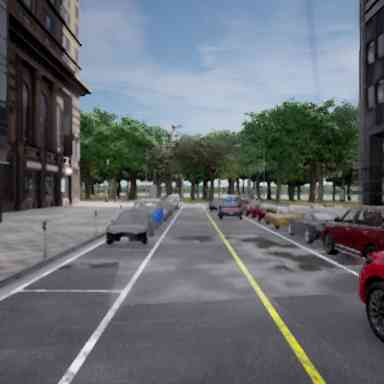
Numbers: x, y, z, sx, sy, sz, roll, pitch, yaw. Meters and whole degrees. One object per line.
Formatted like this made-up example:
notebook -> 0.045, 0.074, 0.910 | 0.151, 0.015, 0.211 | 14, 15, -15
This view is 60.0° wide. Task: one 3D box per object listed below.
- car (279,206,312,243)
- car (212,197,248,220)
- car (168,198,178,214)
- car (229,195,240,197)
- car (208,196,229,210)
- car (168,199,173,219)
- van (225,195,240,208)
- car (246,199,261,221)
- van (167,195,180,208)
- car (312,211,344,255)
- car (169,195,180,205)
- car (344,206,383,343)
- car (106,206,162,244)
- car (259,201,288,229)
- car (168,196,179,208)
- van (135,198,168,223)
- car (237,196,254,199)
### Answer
car -> 5.793, 1.549, 15.692 | 2.008, 1.369, 4.403 | 0, 0, 0
car -> 3.108, 1.476, 28.302 | 2.128, 1.511, 4.902 | 0, 0, 1
car -> -2.695, 1.535, 32.024 | 1.947, 1.339, 4.313 | 0, 0, 0
car -> 5.843, 1.299, 37.442 | 2.192, 1.841, 5.009 | 0, 0, 0
car -> 3.120, 1.541, 41.479 | 1.994, 1.385, 4.181 | 0, 0, 1
car -> -2.708, 1.498, 26.417 | 1.752, 1.417, 4.829 | 0, 0, 0
van -> 5.868, 1.320, 48.317 | 1.690, 1.788, 3.998 | 0, 0, 0
car -> 5.818, 1.535, 26.567 | 1.887, 1.381, 4.507 | 0, 0, 0
van -> -2.657, 1.302, 48.337 | 1.690, 1.788, 3.998 | 0, 0, 0
car -> 5.781, 1.318, 10.254 | 2.192, 1.841, 5.009 | 0, 0, 0
car -> -2.670, 1.404, 42.899 | 1.967, 1.590, 4.097 | 0, 0, 0
car -> 3.867, 1.228, 3.241 | 2.150, 2.045, 5.566 | 0, 0, 0
car -> -2.732, 1.546, 15.711 | 1.947, 1.339, 4.313 | 0, 0, 0
car -> 5.806, 1.519, 21.299 | 1.752, 1.417, 4.829 | 0, 0, 0
car -> -2.683, 1.492, 37.292 | 1.752, 1.417, 4.829 | 0, 0, 0
van -> -2.720, 1.317, 21.149 | 1.690, 1.788, 3.998 | 0, 0, 0
car -> 5.830, 1.427, 32.004 | 1.967, 1.590, 4.097 | 0, 0, 0
